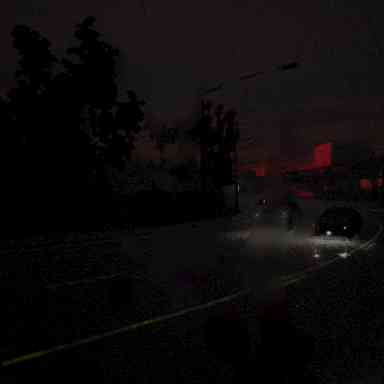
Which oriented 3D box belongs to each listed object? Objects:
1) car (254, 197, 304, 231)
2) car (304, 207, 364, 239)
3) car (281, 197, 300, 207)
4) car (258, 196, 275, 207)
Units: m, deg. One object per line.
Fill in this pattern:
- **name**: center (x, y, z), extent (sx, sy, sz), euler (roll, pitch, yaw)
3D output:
- **car**: center (5.550, 1.389, 20.780), extent (2.097, 1.767, 4.553), euler (-1, -1, 32)
- **car**: center (7.913, 1.538, 17.810), extent (2.033, 1.411, 5.357), euler (-1, 0, 34)
- **car**: center (17.055, 1.714, 57.922), extent (1.837, 1.490, 4.892), euler (-1, 0, 1)
- **car**: center (13.589, 1.667, 60.848), extent (2.097, 1.767, 4.553), euler (-1, 0, 1)
